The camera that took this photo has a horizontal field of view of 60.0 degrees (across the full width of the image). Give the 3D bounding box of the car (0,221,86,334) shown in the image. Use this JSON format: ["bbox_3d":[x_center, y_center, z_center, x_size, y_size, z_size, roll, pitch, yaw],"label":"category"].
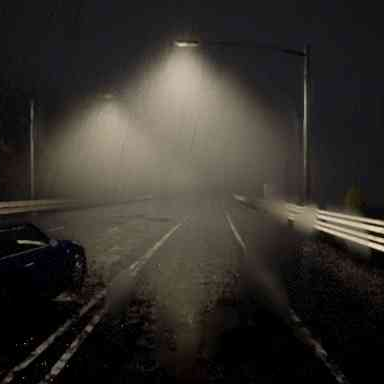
[{"bbox_3d":[-3.777,1.327,6.406,2.097,1.767,4.553,0,0,4],"label":"car"}]
